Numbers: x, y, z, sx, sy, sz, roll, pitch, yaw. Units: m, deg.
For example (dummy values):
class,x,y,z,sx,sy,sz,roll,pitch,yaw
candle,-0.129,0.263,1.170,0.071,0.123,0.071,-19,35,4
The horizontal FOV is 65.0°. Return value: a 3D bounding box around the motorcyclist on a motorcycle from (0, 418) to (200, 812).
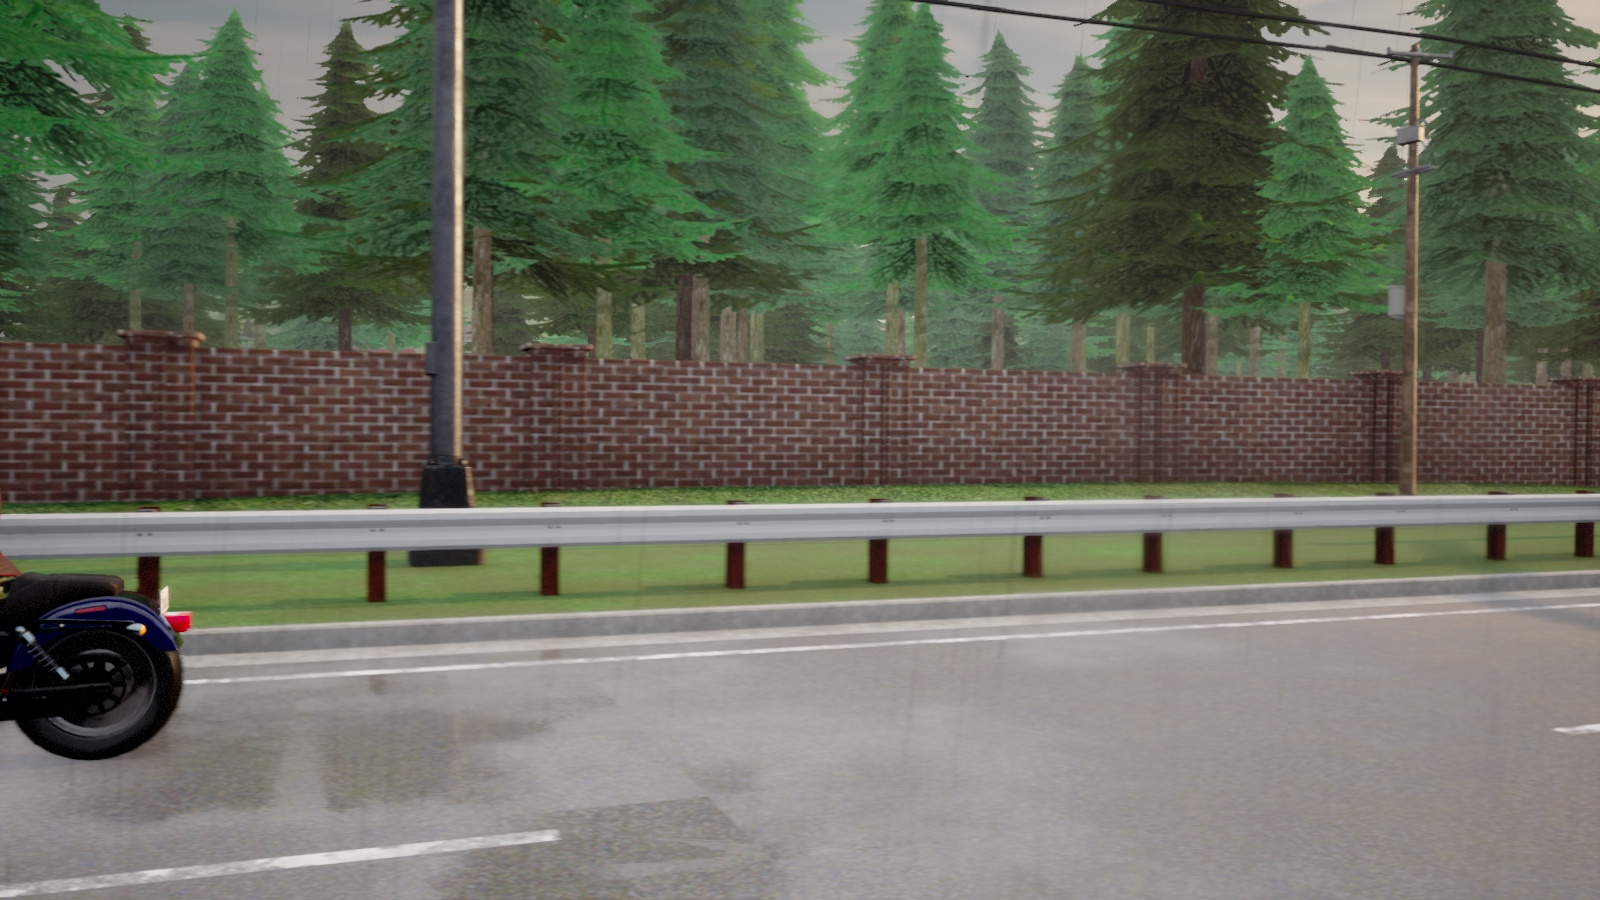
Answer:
class,x,y,z,sx,sy,sz,roll,pitch,yaw
motorcyclist on a motorcycle,-3.967,0.705,5.469,2.350,1.649,0.766,-1,1,-20
